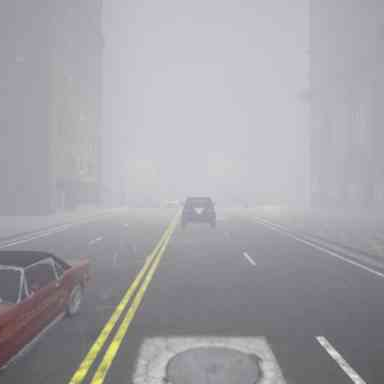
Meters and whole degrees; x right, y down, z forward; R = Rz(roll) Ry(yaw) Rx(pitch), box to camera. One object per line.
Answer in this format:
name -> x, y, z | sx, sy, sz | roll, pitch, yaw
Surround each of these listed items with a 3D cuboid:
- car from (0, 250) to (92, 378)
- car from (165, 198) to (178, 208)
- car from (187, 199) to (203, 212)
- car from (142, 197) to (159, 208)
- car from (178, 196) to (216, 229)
car -> -2.984, 1.607, 4.640 | 1.895, 1.301, 4.718 | 0, 0, 0
car -> -3.039, 1.629, 50.559 | 1.882, 1.535, 5.008 | 0, 0, 0
car -> 0.340, 1.687, 42.333 | 1.994, 1.385, 4.181 | 0, 0, 0
car -> -6.288, 1.514, 50.639 | 2.097, 1.767, 4.553 | 0, 0, 0
car -> 0.407, 1.287, 22.570 | 2.150, 2.045, 5.566 | 0, 0, 0
